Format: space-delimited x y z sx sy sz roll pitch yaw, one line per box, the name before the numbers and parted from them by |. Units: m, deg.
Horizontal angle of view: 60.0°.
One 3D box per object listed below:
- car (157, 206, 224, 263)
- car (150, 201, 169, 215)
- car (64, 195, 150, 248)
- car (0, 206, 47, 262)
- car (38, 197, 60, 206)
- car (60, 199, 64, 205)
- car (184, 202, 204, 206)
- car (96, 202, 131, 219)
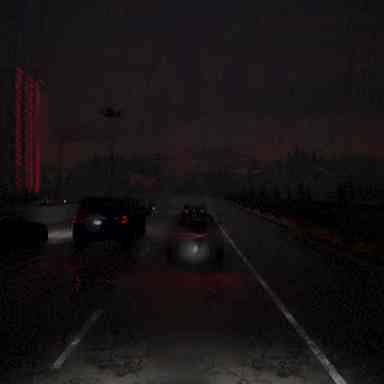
car | 0.073 1.474 11.906 2.128 1.511 4.902 0 0 0
car | -3.209 1.519 31.436 1.994 1.385 4.181 0 0 1
car | -3.411 1.199 14.711 2.150 2.045 5.566 0 0 0
car | -6.927 1.475 11.914 2.128 1.511 4.902 0 0 0
car | -20.421 1.408 48.223 1.882 1.535 5.008 0 0 2
car | -16.914 1.282 48.419 2.097 1.767 4.553 0 0 2
car | 0.232 1.559 29.195 1.895 1.301 4.718 0 0 1
car | -6.770 1.559 29.187 1.895 1.301 4.718 0 0 1
